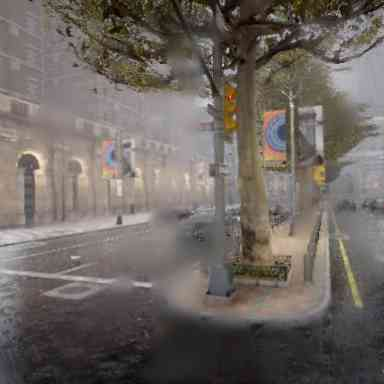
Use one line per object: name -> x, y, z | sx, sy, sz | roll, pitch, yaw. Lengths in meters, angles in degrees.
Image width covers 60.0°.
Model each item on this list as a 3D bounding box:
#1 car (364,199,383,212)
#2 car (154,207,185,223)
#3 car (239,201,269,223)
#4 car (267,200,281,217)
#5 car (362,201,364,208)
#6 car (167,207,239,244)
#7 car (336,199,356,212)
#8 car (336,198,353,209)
car -> 22.756, 1.633, 40.448 | 2.128, 1.511, 4.902 | -1, -1, 22
car -> -1.535, 1.983, 29.152 | 1.895, 1.301, 4.718 | -1, -1, 22
car -> 4.348, 1.748, 25.974 | 2.128, 1.511, 4.902 | -1, -1, 22
car -> 8.211, 1.663, 35.449 | 2.097, 1.767, 4.553 | -1, -1, 22
car -> 26.369, 1.740, 49.327 | 2.033, 1.411, 5.357 | -1, -1, 22
car -> 0.771, 1.710, 17.183 | 1.837, 1.490, 4.892 | -1, -1, 22
car -> 19.671, 1.716, 42.152 | 1.837, 1.490, 4.892 | -1, -1, 22
car -> 23.127, 1.751, 50.646 | 2.128, 1.511, 4.902 | -1, -1, 22
